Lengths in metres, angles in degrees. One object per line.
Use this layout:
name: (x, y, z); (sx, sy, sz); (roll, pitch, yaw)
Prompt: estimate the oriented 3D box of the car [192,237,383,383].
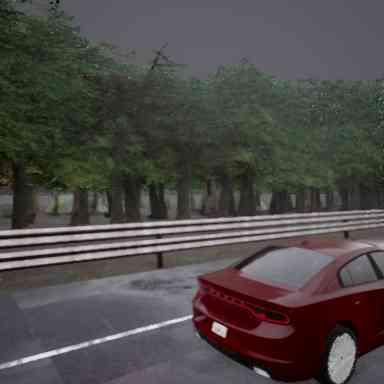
car: (2.349, 1.487, 5.386); (5.008, 1.535, 1.882); (0, 0, -35)
